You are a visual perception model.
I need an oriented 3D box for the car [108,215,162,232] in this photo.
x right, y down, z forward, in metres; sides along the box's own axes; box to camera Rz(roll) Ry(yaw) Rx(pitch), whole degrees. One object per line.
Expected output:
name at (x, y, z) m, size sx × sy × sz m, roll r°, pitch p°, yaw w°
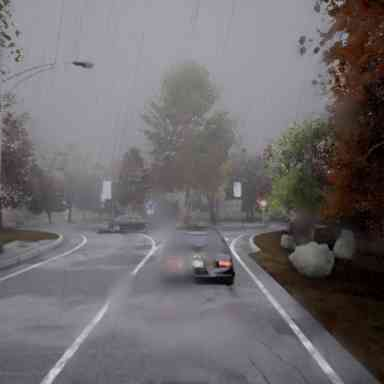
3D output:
car at (-5.100, 2.816, 30.042) m, size 4.892 × 1.490 × 1.837 m, roll -1°, pitch -3°, yaw 10°

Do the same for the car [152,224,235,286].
car at (0.164, 1.734, 9.903) m, size 2.033 × 1.411 × 5.357 m, roll 0°, pitch -2°, yaw 1°

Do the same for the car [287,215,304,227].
car at (13.179, 3.684, 42.384) m, size 2.033 × 1.411 × 5.357 m, roll -1°, pitch -4°, yaw 14°
